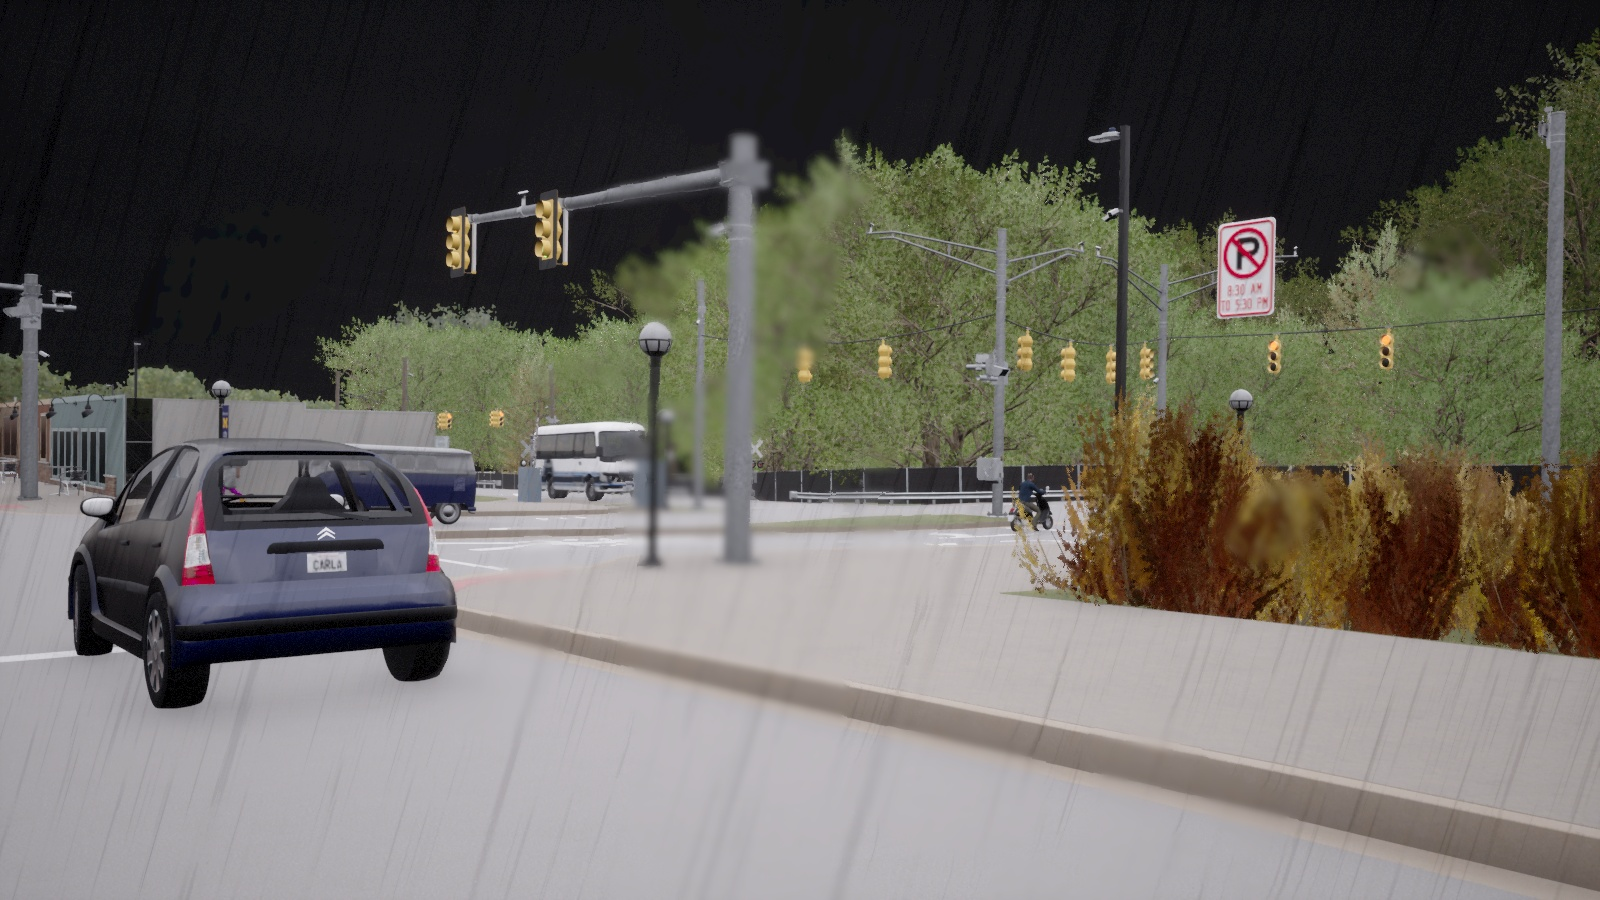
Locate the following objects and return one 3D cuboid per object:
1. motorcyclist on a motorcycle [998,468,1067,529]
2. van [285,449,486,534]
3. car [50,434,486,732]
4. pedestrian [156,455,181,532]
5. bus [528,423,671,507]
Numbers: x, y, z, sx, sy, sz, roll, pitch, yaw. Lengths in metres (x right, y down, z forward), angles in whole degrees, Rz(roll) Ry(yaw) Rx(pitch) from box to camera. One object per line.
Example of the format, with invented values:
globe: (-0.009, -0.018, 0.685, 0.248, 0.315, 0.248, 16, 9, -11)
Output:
motorcyclist on a motorcycle: (6.381, 1.320, 34.445, 1.817, 1.590, 0.866, -1, 0, -39)
van: (-10.428, 1.055, 31.788, 4.442, 1.987, 1.775, 2, -2, -41)
car: (-3.969, 0.760, 8.959, 1.851, 1.617, 3.988, -1, -1, -38)
pedestrian: (-16.249, 1.106, 32.331, 0.396, 1.930, 0.692, 0, 1, -13)
bus: (-11.270, 0.828, 69.403, 3.944, 4.253, 10.273, -1, -1, -33)
